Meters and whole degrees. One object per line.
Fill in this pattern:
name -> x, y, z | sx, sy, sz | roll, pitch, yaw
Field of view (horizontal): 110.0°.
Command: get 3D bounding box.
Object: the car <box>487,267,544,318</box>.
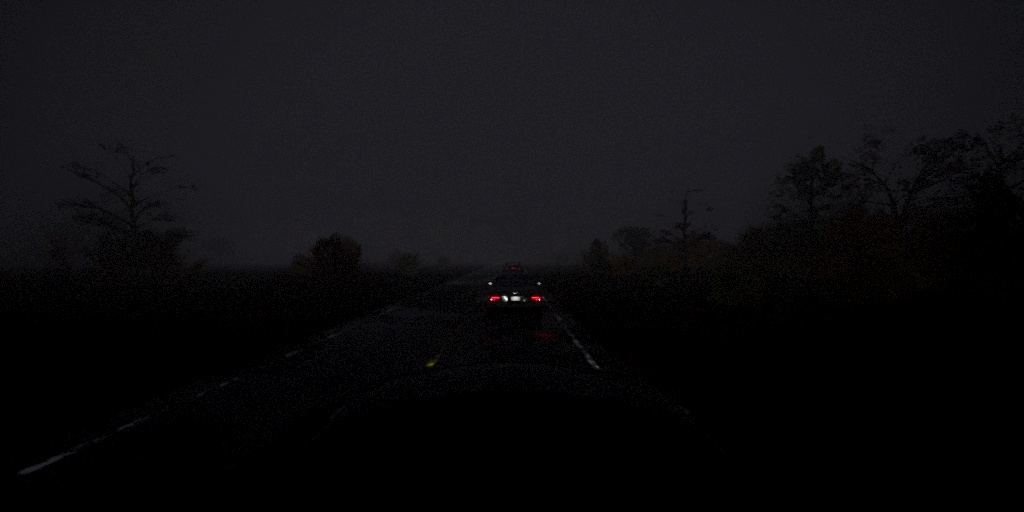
car -> 0.103, 1.297, 13.017 | 2.033, 1.411, 5.357 | 0, 0, 0

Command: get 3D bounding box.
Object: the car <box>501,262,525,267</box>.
car -> 0.112, 1.239, 31.642 | 2.128, 1.511, 4.902 | 0, 0, 0
